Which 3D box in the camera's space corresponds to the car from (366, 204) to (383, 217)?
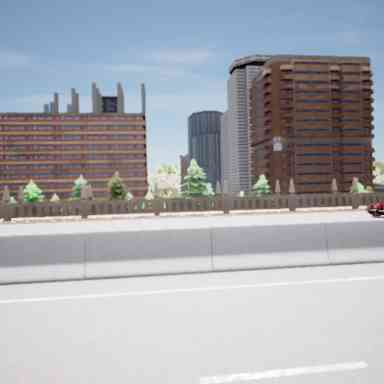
[{"bbox_3d":[13.952,1.005,21.630,4.718,1.301,1.895,-2,1,-7],"label":"car"}]
